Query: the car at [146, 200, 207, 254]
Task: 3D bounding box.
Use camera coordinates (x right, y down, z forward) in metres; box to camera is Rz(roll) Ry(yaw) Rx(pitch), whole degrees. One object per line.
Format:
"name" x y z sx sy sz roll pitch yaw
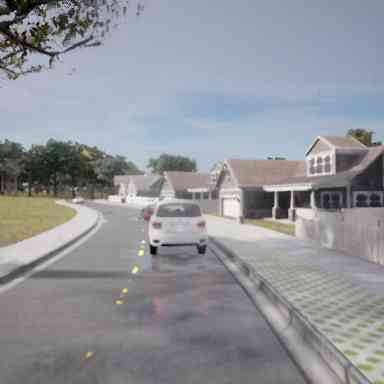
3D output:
"car" -0.721 1.332 14.204 2.150 2.045 5.566 0 0 -6

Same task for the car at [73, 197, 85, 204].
"car" -22.953 1.696 67.273 1.812 1.442 4.674 0 0 -28

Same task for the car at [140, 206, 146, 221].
"car" -3.446 1.770 29.397 1.994 1.385 4.181 0 0 -14
